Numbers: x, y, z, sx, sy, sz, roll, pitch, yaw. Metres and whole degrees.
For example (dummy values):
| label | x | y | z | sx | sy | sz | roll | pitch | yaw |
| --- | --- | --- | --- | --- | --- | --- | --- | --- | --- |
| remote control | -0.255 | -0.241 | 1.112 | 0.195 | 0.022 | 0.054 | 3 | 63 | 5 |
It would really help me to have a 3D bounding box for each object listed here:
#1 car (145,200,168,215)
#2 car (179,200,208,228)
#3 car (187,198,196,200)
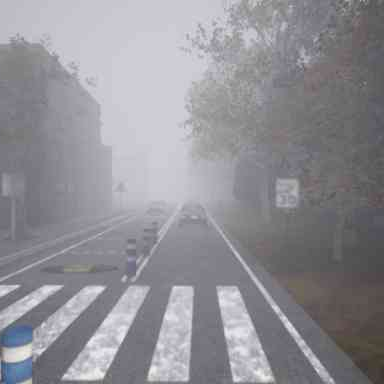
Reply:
| label | x | y | z | sx | sy | sz | roll | pitch | yaw |
| --- | --- | --- | --- | --- | --- | --- | --- | --- | --- |
| car | -3.422 | 1.515 | 33.267 | 2.033 | 1.411 | 5.357 | 0 | 0 | 0 |
| car | 0.068 | 1.534 | 22.323 | 2.033 | 1.411 | 5.357 | 0 | 0 | 0 |
| car | -0.042 | 1.507 | 42.981 | 1.994 | 1.385 | 4.181 | 0 | 0 | -1 |
